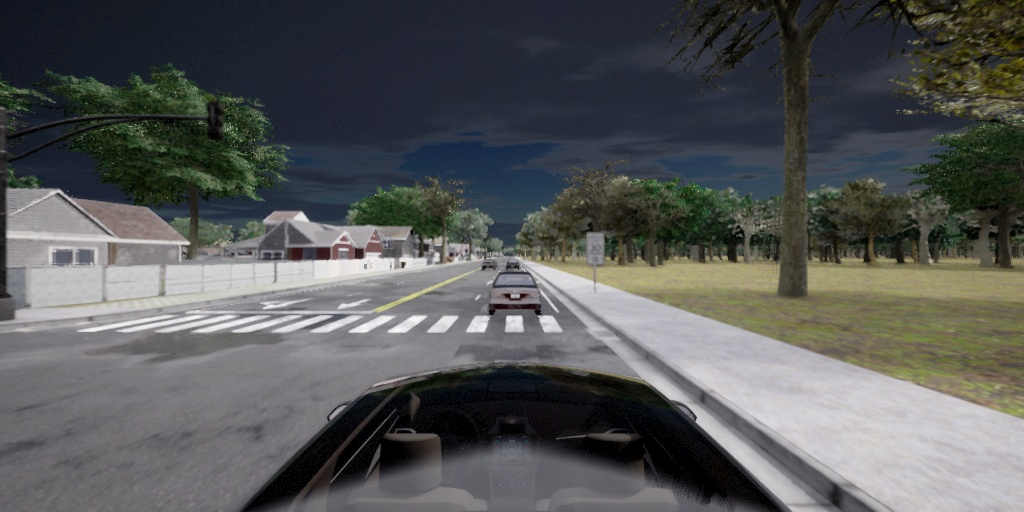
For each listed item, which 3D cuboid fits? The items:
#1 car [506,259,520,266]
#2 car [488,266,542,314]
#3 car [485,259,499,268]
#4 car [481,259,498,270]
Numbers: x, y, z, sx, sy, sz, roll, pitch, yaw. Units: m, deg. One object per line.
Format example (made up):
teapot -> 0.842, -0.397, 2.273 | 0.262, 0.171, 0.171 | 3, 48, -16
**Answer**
car -> 0.106, 1.148, 48.911 | 1.882, 1.535, 5.008 | 0, 0, 0
car -> 0.100, 1.280, 13.602 | 2.033, 1.411, 5.357 | 0, 0, 0
car -> -3.244, 1.195, 59.058 | 2.033, 1.411, 5.357 | 0, 0, 0
car -> -3.144, 1.173, 48.929 | 1.837, 1.490, 4.892 | 0, 0, 0
